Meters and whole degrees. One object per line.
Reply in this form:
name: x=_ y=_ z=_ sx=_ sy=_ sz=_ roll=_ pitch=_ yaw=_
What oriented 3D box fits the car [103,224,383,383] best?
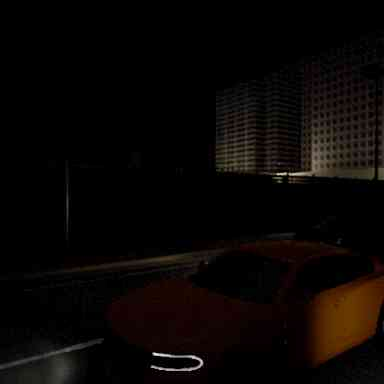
car: x=1.249 y=1.494 z=4.854 sx=5.008 sy=1.535 sz=1.882 roll=0 pitch=0 yaw=-35

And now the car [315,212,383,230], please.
car: x=5.890 y=1.529 z=12.388 sx=5.008 sy=1.535 sz=1.882 roll=1 pitch=0 yaw=-35
